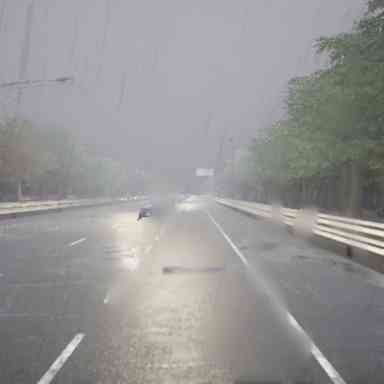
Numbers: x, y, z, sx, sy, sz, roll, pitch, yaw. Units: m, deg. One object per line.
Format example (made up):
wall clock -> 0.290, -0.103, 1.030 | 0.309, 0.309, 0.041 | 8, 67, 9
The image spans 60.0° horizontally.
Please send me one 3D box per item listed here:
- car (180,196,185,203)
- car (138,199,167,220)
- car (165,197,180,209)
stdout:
car -> -3.227, 1.855, 76.546 | 2.033, 1.411, 5.357 | 0, 0, 0
car -> -3.472, 1.619, 28.669 | 1.812, 1.442, 4.674 | 0, 0, 0
car -> -3.397, 1.677, 49.341 | 2.128, 1.511, 4.902 | 0, 0, 0
